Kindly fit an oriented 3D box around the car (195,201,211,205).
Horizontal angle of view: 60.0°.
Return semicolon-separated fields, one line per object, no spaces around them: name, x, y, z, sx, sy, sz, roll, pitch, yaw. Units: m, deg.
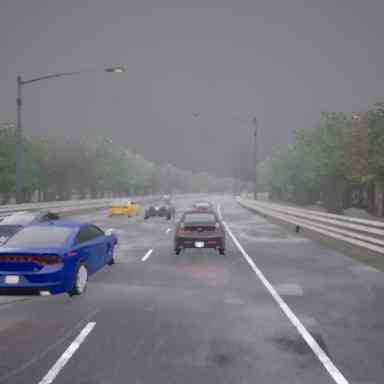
car;0.941;1.528;29.481;1.812;1.442;4.674;0;0;3

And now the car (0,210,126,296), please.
car;-3.301;1.476;8.681;1.882;1.535;5.008;0;0;1

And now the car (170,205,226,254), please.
car;0.319;1.507;13.551;1.837;1.490;4.892;0;0;2

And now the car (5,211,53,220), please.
car;-6.661;1.523;14.319;1.812;1.442;4.674;0;0;2

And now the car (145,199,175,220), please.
car;-2.624;1.353;28.311;2.097;1.767;4.553;0;0;3

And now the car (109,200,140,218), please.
car;-6.033;1.474;30.149;1.882;1.535;5.008;0;0;3
